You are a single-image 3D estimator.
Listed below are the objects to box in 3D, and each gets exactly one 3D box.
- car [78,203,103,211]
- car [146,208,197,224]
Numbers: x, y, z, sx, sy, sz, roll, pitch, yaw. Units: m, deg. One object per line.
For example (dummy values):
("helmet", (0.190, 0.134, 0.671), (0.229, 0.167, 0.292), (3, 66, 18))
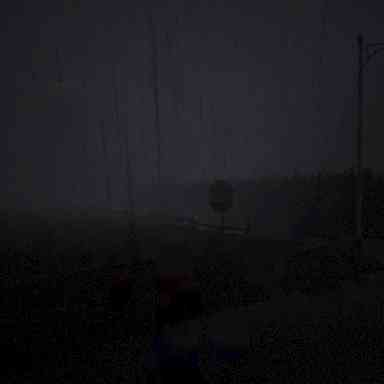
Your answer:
("car", (-12.342, 1.990, 40.589), (1.895, 1.301, 4.718), (1, -1, -36))
("car", (-1.626, 1.942, 25.533), (1.895, 1.301, 4.718), (1, -1, -36))
